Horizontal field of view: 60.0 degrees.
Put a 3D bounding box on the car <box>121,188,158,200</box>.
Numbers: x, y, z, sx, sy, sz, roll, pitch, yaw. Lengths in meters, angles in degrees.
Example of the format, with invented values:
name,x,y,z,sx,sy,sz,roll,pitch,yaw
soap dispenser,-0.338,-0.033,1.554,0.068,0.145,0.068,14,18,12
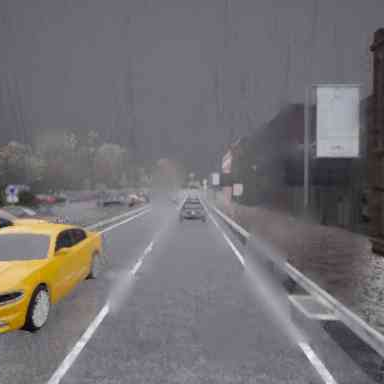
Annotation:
name,x,y,z,sx,sy,sz,roll,pitch,yaw
car,-9.271,0.810,58.389,5.566,2.045,2.435,0,0,0

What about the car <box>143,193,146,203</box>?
name,x,y,z,sx,sy,sz,roll,pitch,yaw
car,-9.371,1.169,47.088,4.674,1.452,2.002,0,0,0

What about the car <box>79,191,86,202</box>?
name,x,y,z,sx,sy,sz,roll,pitch,yaw
car,-21.847,1.091,58.299,4.792,1.488,2.163,0,0,0

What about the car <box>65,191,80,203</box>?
name,x,y,z,sx,sy,sz,roll,pitch,yaw
car,-21.901,1.079,55.600,4.892,1.521,2.231,0,0,0

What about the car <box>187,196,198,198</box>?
name,x,y,z,sx,sy,sz,roll,pitch,yaw
car,0.099,1.248,42.368,2.128,1.511,4.902,0,1,0

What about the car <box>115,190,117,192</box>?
name,x,y,z,sx,sy,sz,roll,pitch,yaw
car,-21.719,0.639,83.853,4.892,1.521,2.231,0,1,0

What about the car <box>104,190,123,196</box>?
name,x,y,z,sx,sy,sz,roll,pitch,yaw
car,-21.692,0.315,92.194,4.553,1.767,2.185,0,1,0

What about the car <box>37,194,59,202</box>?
name,x,y,z,sx,sy,sz,roll,pitch,yaw
car,-21.916,1.002,47.128,4.553,1.767,2.185,0,0,0

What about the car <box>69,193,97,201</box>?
name,x,y,z,sx,sy,sz,roll,pitch,yaw
car,-21.818,1.007,66.781,5.008,1.535,2.097,0,0,0

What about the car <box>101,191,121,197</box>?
name,x,y,z,sx,sy,sz,roll,pitch,yaw
car,-21.684,0.507,89.374,5.008,1.535,2.097,0,1,0

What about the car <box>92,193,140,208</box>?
name,x,y,z,sx,sy,sz,roll,pitch,yaw
car,-9.432,1.192,41.436,4.792,1.488,2.163,0,0,0

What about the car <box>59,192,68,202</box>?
name,x,y,z,sx,sy,sz,roll,pitch,yaw
car,-21.926,1.112,49.828,5.008,1.535,2.097,0,0,0

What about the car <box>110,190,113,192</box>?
name,x,y,z,sx,sy,sz,roll,pitch,yaw
car,-21.719,0.648,78.080,4.553,1.767,2.185,0,1,0

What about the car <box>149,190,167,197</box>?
name,x,y,z,sx,sy,sz,roll,pitch,yaw
car,-9.141,0.378,89.485,4.553,1.767,2.185,0,1,0

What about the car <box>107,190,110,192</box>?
name,x,y,z,sx,sy,sz,roll,pitch,yaw
car,-21.799,0.867,75.387,4.792,1.488,2.163,0,1,0

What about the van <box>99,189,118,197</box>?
name,x,y,z,sx,sy,sz,roll,pitch,yaw
van,-21.811,0.345,86.673,4.442,1.987,1.878,0,1,0

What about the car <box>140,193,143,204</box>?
name,x,y,z,sx,sy,sz,roll,pitch,yaw
car,-9.388,1.185,44.262,4.674,1.452,2.002,0,0,0

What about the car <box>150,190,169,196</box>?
name,x,y,z,sx,sy,sz,roll,pitch,yaw
car,-9.261,0.367,95.139,5.366,1.575,1.946,0,1,0

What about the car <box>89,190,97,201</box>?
name,x,y,z,sx,sy,sz,roll,pitch,yaw
car,-21.813,0.776,63.944,5.566,2.045,2.435,0,0,0

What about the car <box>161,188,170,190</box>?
name,x,y,z,sx,sy,sz,roll,pitch,yaw
car,-9.172,0.386,83.832,5.566,2.045,2.435,0,1,0

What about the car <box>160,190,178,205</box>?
name,x,y,z,sx,sy,sz,roll,pitch,yaw
car,-3.310,1.029,50.817,2.097,1.767,4.553,0,1,0

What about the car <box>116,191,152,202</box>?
name,x,y,z,sx,sy,sz,roll,pitch,yaw
car,-9.329,1.095,52.739,5.008,1.535,2.097,0,0,0

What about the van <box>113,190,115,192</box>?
name,x,y,z,sx,sy,sz,roll,pitch,yaw
van,-21.849,0.478,81.025,4.442,1.987,1.878,0,1,0

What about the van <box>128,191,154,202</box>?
name,x,y,z,sx,sy,sz,roll,pitch,yaw
van,-9.399,0.818,61.215,4.442,1.987,1.878,0,0,0

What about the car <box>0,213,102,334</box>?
name,x,y,z,sx,sy,sz,roll,pitch,yaw
car,-3.351,1.445,6.965,1.882,1.535,5.008,0,0,0

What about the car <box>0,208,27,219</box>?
name,x,y,z,sx,sy,sz,roll,pitch,yaw
car,-9.340,1.504,12.677,4.792,1.488,2.163,0,0,0

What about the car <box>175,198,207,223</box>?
name,x,y,z,sx,sy,sz,roll,pitch,yaw
car,0.097,1.430,24.243,2.033,1.411,5.357,0,0,0

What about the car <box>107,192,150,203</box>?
name,x,y,z,sx,sy,sz,roll,pitch,yaw
car,-9.536,1.109,49.914,5.366,1.575,1.946,0,0,0

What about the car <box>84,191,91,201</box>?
name,x,y,z,sx,sy,sz,roll,pitch,yaw
car,-21.830,1.074,61.122,4.792,1.488,2.163,0,0,0

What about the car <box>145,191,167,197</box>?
name,x,y,z,sx,sy,sz,roll,pitch,yaw
car,-9.312,0.567,86.664,5.366,1.575,1.946,0,1,0

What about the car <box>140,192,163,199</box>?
name,x,y,z,sx,sy,sz,roll,pitch,yaw
car,-9.190,0.837,75.363,5.008,1.535,2.097,0,1,0

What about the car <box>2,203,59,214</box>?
name,x,y,z,sx,sy,sz,roll,pitch,yaw
car,-9.116,1.460,15.459,5.366,1.575,1.946,0,0,0

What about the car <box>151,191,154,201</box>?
name,x,y,z,sx,sy,sz,roll,pitch,yaw
car,-9.322,1.078,55.564,5.008,1.535,2.097,0,0,0
